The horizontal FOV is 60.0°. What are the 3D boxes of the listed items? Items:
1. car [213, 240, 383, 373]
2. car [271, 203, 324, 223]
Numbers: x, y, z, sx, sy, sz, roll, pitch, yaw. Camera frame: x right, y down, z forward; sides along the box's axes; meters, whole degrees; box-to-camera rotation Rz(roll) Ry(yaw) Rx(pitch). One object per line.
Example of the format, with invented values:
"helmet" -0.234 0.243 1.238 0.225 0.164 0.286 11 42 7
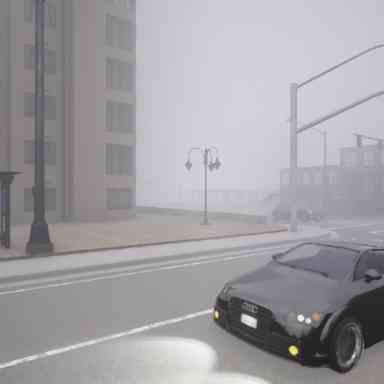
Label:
"car" 2.403 1.564 5.666 4.181 1.385 1.994 0 0 -35
"car" 9.134 1.744 29.112 2.097 1.767 4.553 1 -5 -36
